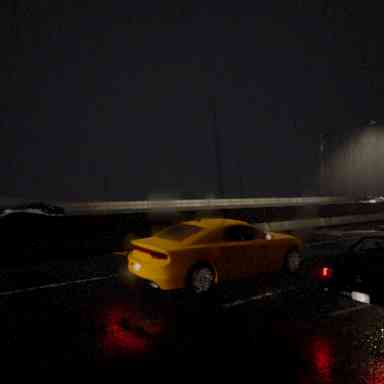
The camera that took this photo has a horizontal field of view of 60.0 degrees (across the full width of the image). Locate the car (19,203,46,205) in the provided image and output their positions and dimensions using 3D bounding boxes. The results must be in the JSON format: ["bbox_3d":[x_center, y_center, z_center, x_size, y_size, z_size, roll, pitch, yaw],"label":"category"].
[{"bbox_3d":[-10.357,1.547,18.085,4.181,1.385,1.994,0,0,-35],"label":"car"}]

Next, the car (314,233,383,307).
[{"bbox_3d":[4.788,1.551,7.125,4.718,1.301,1.895,0,0,-35],"label":"car"}]

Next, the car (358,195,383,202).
[{"bbox_3d":[23.112,1.360,41.262,4.718,1.301,1.895,0,0,-34],"label":"car"}]

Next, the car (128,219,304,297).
[{"bbox_3d":[0.833,1.441,8.615,5.008,1.535,1.882,-1,0,-35],"label":"car"}]

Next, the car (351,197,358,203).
[{"bbox_3d":[23.926,1.247,46.023,4.892,1.490,1.837,0,0,-34],"label":"car"}]

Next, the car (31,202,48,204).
[{"bbox_3d":[-10.880,1.475,22.006,4.892,1.490,1.837,0,0,-35],"label":"car"}]

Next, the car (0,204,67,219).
[{"bbox_3d":[-8.222,1.508,15.311,4.674,1.442,1.812,0,0,-35],"label":"car"}]
